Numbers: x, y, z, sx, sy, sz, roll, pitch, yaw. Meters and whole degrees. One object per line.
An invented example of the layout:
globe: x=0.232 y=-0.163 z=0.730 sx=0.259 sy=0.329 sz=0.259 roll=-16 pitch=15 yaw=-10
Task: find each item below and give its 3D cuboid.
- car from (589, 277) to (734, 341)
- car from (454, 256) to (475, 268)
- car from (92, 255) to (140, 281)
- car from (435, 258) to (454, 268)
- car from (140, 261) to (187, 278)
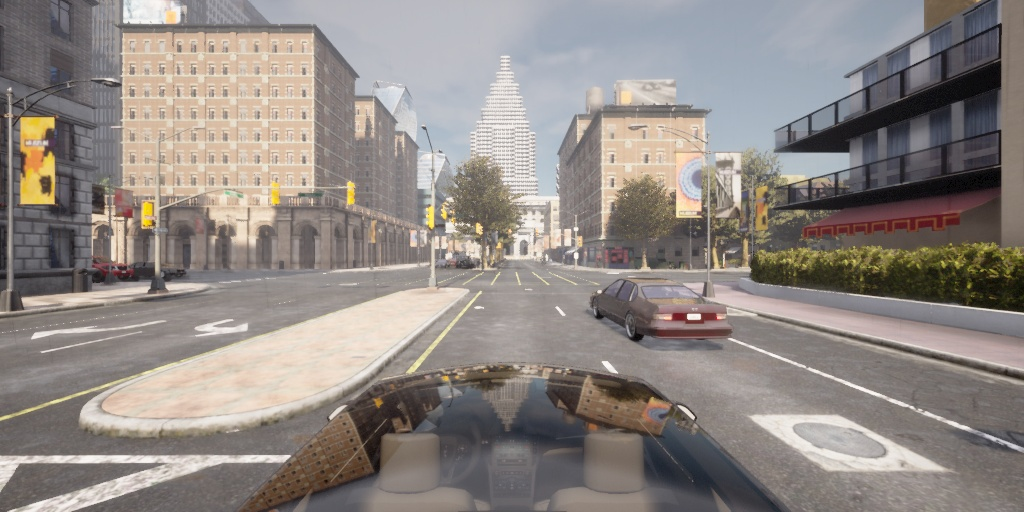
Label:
car: x=3.634 y=1.297 z=9.886 sx=2.033 sy=1.411 sz=5.357 roll=0 pitch=0 yaw=-3
car: x=-8.062 y=0.970 z=60.697 sx=2.150 sy=2.045 sz=5.566 roll=0 pitch=0 yaw=0
car: x=-34.648 y=0.971 z=29.438 sx=5.566 sy=2.045 sz=2.150 roll=0 pitch=0 yaw=0
car: x=-11.557 y=1.296 z=60.073 sx=2.033 sy=1.411 sz=5.357 roll=0 pitch=0 yaw=0
car: x=-32.849 y=1.254 z=32.965 sx=4.892 sy=1.490 sz=1.837 roll=0 pitch=0 yaw=0
